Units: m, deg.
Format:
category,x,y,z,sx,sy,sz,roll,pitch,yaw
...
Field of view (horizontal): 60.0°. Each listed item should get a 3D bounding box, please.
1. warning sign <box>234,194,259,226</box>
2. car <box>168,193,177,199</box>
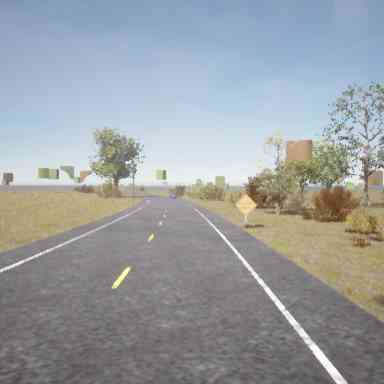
category,x,y,z,sx,sy,sz,roll,pitch,yaw
warning sign,3.241,1.068,19.972,1.300,1.860,1.060,1,1,-2
car,-5.209,1.103,89.912,2.097,1.767,4.553,0,1,-8
